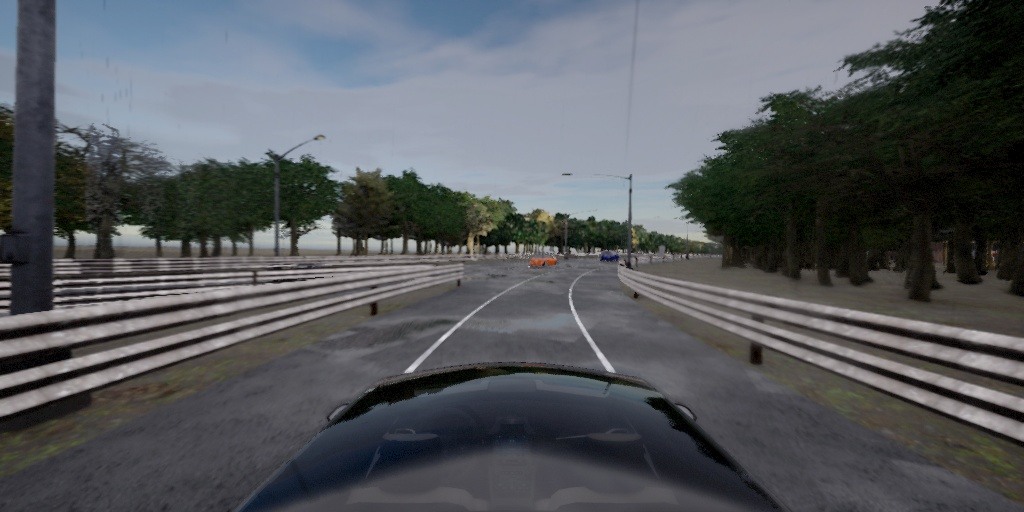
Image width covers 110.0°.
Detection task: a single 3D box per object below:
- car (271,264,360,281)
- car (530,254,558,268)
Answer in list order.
[{"bbox_3d":[-11.817,1.144,21.926,1.895,1.301,4.718,2,1,33],"label":"car"},{"bbox_3d":[4.208,0.527,46.188,2.097,1.767,4.553,2,2,33],"label":"car"}]
